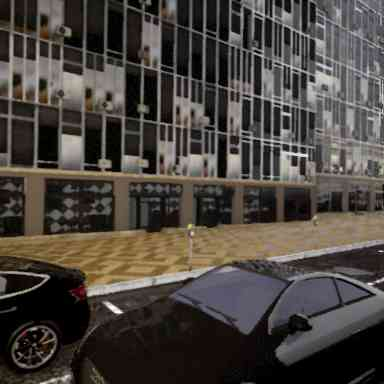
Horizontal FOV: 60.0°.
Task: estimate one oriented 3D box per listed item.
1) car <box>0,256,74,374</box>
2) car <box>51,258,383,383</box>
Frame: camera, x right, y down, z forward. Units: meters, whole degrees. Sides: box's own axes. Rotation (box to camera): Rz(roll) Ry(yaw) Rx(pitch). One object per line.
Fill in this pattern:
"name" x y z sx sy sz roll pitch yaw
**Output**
"car" -3.449 1.562 4.086 4.313 1.339 1.947 0 1 -36
"car" 0.802 1.577 3.959 4.181 1.385 1.994 0 0 -36
